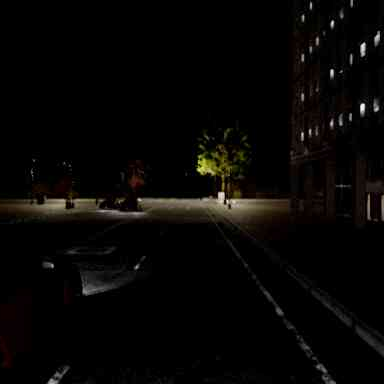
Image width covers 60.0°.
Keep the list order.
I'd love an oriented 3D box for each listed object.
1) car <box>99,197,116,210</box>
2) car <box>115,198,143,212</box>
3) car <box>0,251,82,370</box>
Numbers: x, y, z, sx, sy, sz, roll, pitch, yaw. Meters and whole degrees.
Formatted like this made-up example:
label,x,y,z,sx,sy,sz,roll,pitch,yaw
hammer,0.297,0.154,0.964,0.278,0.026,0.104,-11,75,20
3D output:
label,x,y,z,sx,sy,sz,roll,pitch,yaw
car,-9.800,1.375,40.601,2.033,1.411,5.357,0,0,0
car,-6.580,1.375,35.957,1.812,1.442,4.674,0,0,0
car,-3.151,1.546,4.901,1.994,1.385,4.181,0,0,0
